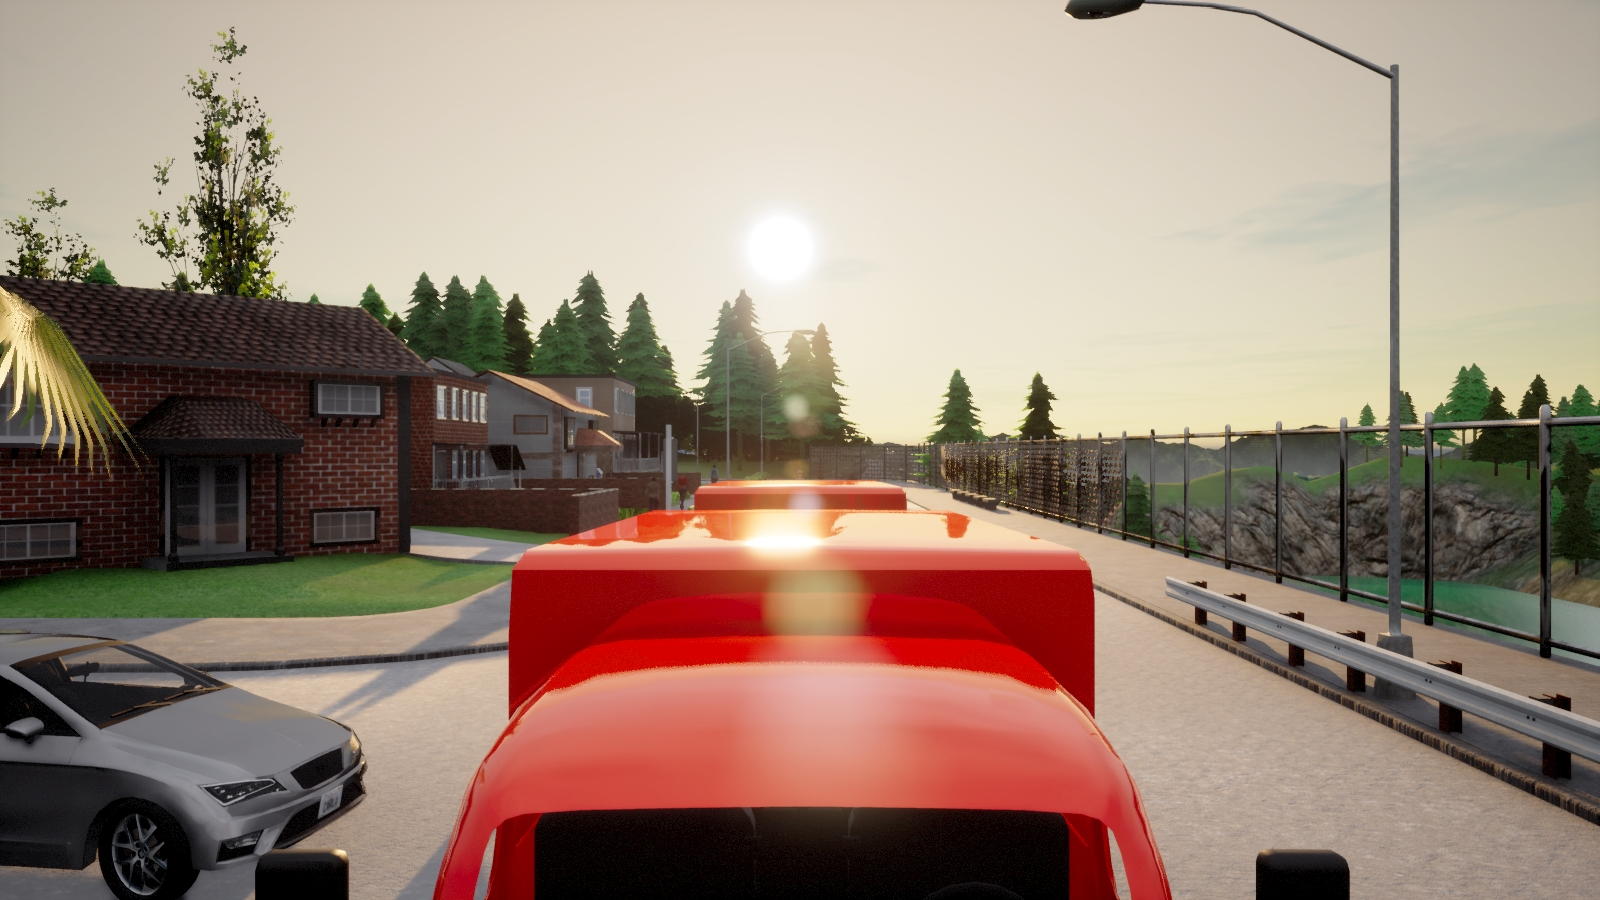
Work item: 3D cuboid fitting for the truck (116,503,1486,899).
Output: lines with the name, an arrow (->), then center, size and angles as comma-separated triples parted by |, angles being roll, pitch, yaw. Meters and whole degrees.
truck -> 0.003, 1.571, 4.792 | 2.627, 2.467, 5.204 | 0, 0, 0

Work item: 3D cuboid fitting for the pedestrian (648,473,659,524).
pedestrian -> -5.337, 1.762, 41.667 | 0.375, 1.860, 0.375 | 0, 0, 1

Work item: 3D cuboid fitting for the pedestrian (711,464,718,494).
pedestrian -> -5.293, 1.774, 70.807 | 0.375, 1.860, 0.375 | 0, 0, 0

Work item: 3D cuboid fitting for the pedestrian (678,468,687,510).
pedestrian -> -5.286, 1.766, 51.504 | 0.375, 1.860, 0.375 | 0, 0, 0

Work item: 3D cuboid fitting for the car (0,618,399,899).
car -> -5.218, 2.069, 7.982 | 4.193, 1.474, 1.816 | 0, 0, 8
